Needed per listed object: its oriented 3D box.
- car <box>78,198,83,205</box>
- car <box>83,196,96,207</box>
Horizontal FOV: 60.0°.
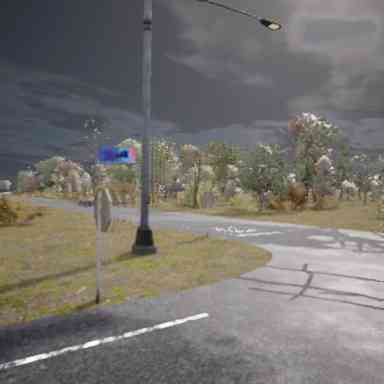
[{"bbox_3d":[-18.810,1.725,59.175,1.895,1.301,4.718,1,-1,-34],"label":"car"},{"bbox_3d":[-15.789,1.484,54.763,2.097,1.767,4.553,1,-1,-33],"label":"car"}]
